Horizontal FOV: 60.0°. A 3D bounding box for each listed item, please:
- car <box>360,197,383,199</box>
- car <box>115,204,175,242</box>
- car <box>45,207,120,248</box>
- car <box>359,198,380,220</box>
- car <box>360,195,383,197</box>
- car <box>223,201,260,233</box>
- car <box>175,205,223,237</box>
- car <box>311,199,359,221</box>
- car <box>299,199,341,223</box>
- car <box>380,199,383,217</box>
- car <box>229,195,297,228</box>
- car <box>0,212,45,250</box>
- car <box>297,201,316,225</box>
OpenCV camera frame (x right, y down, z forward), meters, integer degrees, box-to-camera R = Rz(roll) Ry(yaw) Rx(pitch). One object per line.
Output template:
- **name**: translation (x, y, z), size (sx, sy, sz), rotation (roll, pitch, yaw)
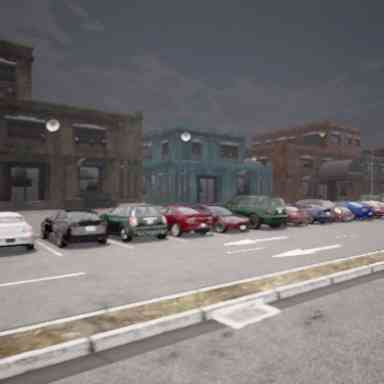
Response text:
- **car**: translation (17.069, 1.547, 31.059), size (1.946, 1.575, 5.366), rotation (0, 0, -36)
- **car**: translation (-3.110, 1.351, 16.618), size (2.185, 1.767, 4.553), rotation (0, 0, -36)
- **car**: translation (-5.377, 1.503, 15.049), size (2.163, 1.488, 4.792), rotation (0, 0, -36)
- **car**: translation (12.501, 1.523, 27.969), size (2.097, 1.535, 5.008), rotation (0, 0, -36)
- **car**: translation (19.207, 1.323, 32.803), size (2.435, 2.045, 5.566), rotation (1, 0, -36)
- **car**: translation (1.352, 1.515, 19.856), size (2.163, 1.488, 4.792), rotation (0, 0, -36)
- **car**: translation (-0.893, 1.480, 18.258), size (2.097, 1.535, 5.008), rotation (0, 0, -36)
- **car**: translation (10.247, 1.389, 26.380), size (2.185, 1.767, 4.553), rotation (0, 0, -36)
- **car**: translation (8.015, 1.536, 24.760), size (2.163, 1.488, 4.792), rotation (0, 0, -36)
- **car**: translation (14.729, 1.575, 29.588), size (2.002, 1.452, 4.674), rotation (0, 0, -36)
- **car**: translation (3.552, 1.241, 21.522), size (2.435, 2.045, 5.566), rotation (0, 0, -36)
- **car**: translation (-7.621, 1.513, 13.383), size (2.002, 1.452, 4.674), rotation (0, 0, -36)
- **car**: translation (5.802, 1.539, 23.115), size (2.002, 1.452, 4.674), rotation (0, 0, -36)
